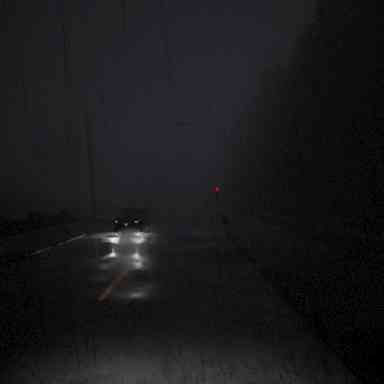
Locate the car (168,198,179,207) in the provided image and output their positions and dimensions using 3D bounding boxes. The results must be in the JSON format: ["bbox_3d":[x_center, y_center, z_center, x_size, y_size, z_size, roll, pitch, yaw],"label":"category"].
[{"bbox_3d":[-4.036,2.234,73.085,2.150,2.045,5.566,0,-1,0],"label":"car"}]

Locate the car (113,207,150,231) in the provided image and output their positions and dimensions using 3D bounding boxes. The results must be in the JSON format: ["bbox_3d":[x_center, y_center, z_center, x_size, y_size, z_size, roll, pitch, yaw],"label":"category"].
[{"bbox_3d":[-4.059,1.825,22.988,1.837,1.490,4.892,0,-1,0],"label":"car"}]
